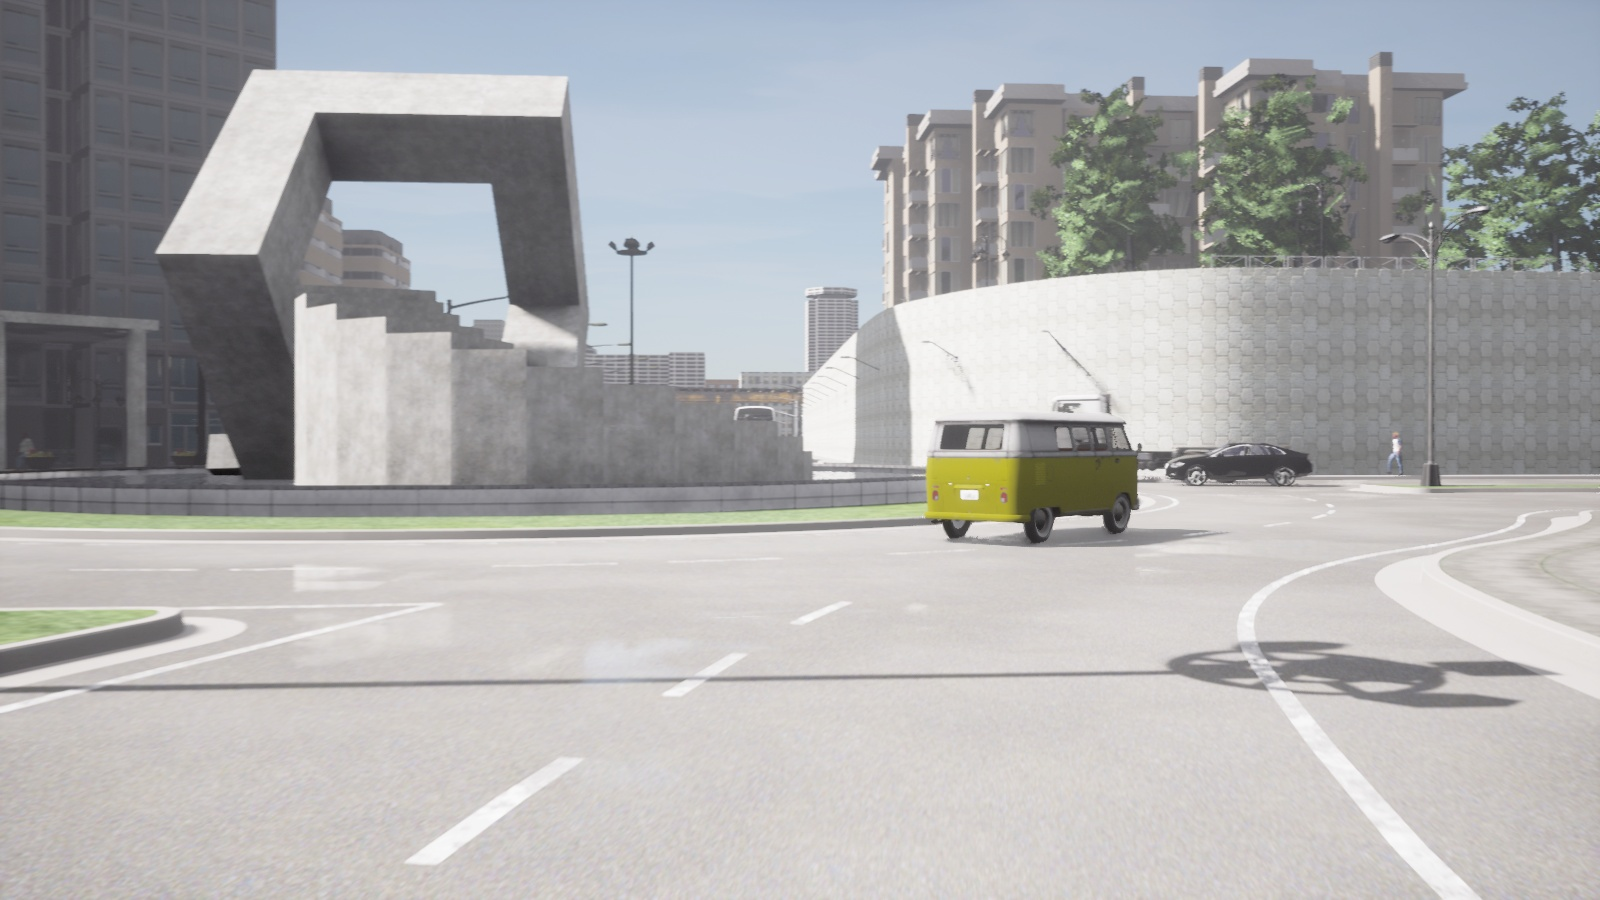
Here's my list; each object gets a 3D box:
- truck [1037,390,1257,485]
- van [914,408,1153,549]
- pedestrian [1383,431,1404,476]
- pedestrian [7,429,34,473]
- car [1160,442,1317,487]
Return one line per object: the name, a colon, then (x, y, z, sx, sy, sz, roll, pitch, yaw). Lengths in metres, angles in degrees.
truck: (13.317, -0.481, 48.183, 7.936, 3.462, 2.891, 0, 1, 20)
van: (3.838, 0.393, 20.070, 1.775, 1.987, 4.442, 0, 0, 40)
pedestrian: (24.343, 0.159, 51.529, 0.706, 1.836, 0.354, 0, 0, -6)
pedestrian: (-33.791, 0.040, 54.411, 0.900, 1.855, 0.874, 0, 0, -38)
car: (15.160, 0.483, 43.688, 4.902, 1.511, 2.128, 0, 0, 10)
